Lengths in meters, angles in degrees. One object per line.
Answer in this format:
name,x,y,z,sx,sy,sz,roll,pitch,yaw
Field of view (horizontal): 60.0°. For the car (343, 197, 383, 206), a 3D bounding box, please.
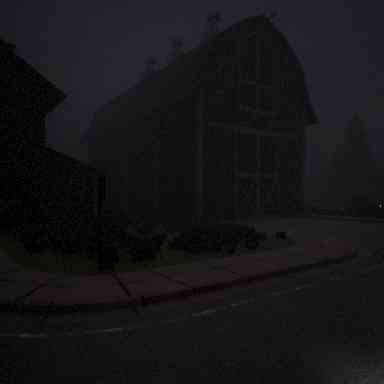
car,18.318,1.363,35.154,2.097,1.767,4.553,0,0,-34
